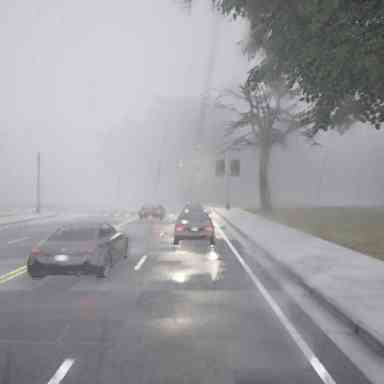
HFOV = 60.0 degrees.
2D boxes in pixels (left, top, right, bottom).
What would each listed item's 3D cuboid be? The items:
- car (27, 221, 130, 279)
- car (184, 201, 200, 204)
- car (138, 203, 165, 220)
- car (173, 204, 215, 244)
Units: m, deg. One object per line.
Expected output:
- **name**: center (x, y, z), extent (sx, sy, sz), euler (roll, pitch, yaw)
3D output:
- **car**: center (-3.150, 1.561, 10.021), extent (1.994, 1.385, 4.181), euler (0, 0, 0)
- **car**: center (0.106, 1.544, 30.444), extent (1.994, 1.385, 4.181), euler (0, 0, 0)
- **car**: center (-3.221, 1.584, 27.518), extent (1.895, 1.301, 4.718), euler (0, 0, -2)
- **car**: center (0.097, 1.544, 15.845), extent (2.033, 1.411, 5.357), euler (0, 0, 0)
